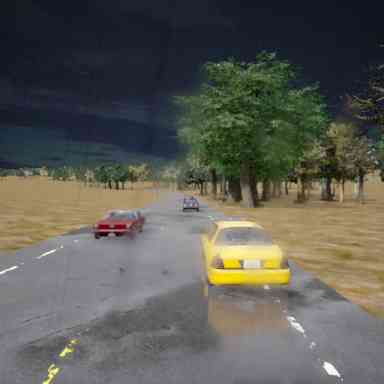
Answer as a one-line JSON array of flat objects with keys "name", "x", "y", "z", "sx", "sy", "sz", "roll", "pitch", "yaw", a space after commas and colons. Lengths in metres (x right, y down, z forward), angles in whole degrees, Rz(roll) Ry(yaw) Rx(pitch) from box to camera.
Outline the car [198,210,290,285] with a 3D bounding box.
[{"name": "car", "x": 1.219, "y": 1.448, "z": 9.354, "sx": 1.801, "sy": 1.575, "sz": 5.366, "roll": 0, "pitch": 0, "yaw": 0}]

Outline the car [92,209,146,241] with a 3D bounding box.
[{"name": "car", "x": -3.542, "y": 1.580, "z": 16.862, "sx": 1.895, "sy": 1.301, "sz": 4.718, "roll": 0, "pitch": 0, "yaw": 0}]

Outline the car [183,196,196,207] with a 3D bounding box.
[{"name": "car", "x": -0.350, "y": 1.372, "z": 48.788, "sx": 1.812, "sy": 1.442, "sz": 4.674, "roll": 0, "pitch": 0, "yaw": -1}]

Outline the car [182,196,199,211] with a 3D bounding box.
[{"name": "car", "x": -0.141, "y": 1.450, "z": 38.206, "sx": 2.033, "sy": 1.411, "sz": 5.357, "roll": 0, "pitch": 0, "yaw": -1}]
